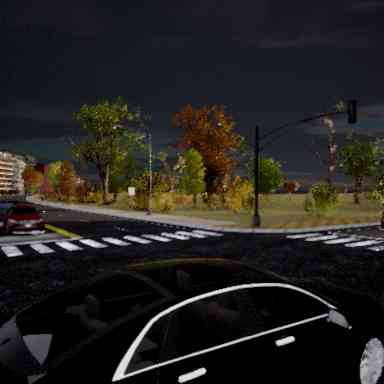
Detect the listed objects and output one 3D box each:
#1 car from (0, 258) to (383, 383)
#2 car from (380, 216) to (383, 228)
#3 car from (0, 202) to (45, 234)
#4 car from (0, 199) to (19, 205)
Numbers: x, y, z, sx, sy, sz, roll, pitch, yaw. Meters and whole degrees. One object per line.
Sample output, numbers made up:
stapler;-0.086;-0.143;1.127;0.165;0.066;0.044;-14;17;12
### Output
car;0.272;1.505;3.565;4.892;1.490;1.837;0;0;-35
car;13.387;1.581;20.238;4.181;1.385;1.994;0;0;-32
car;-10.152;1.563;19.967;1.812;1.442;4.674;0;0;-34
car;-15.706;1.602;27.922;2.033;1.411;5.357;0;0;-35
